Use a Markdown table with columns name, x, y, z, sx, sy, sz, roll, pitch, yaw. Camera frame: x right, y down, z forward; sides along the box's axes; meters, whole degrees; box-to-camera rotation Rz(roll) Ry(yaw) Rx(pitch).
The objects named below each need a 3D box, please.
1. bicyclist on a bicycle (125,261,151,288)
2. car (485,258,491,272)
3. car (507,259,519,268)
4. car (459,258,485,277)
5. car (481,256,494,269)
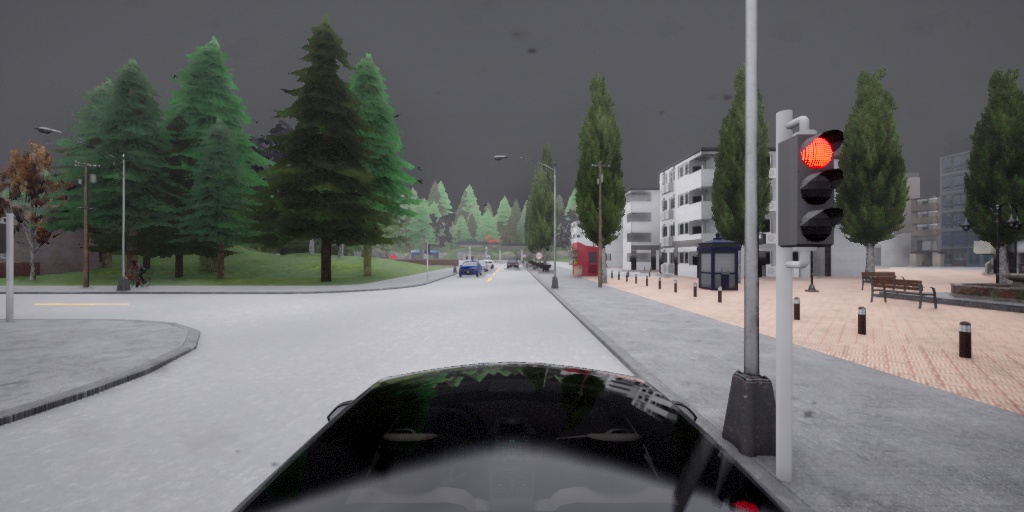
| name | x | y | z | sx | sy | sz | roll | pitch | yaw |
| --- | --- | --- | --- | --- | --- | --- | --- | --- | --- |
| bicyclist on a bicycle | -22.137 | 1.099 | 21.137 | 0.582 | 1.620 | 1.656 | 0 | 0 | 0 |
| car | -4.070 | 1.276 | 45.989 | 1.812 | 1.442 | 4.674 | 0 | 0 | 0 |
| car | 0.141 | 1.351 | 58.834 | 1.895 | 1.301 | 4.718 | 0 | 0 | 0 |
| car | -4.089 | 1.228 | 35.828 | 1.882 | 1.535 | 5.008 | 0 | 0 | 0 |
| car | -4.025 | 0.971 | 56.389 | 2.150 | 2.045 | 5.566 | 0 | 0 | 0 |
